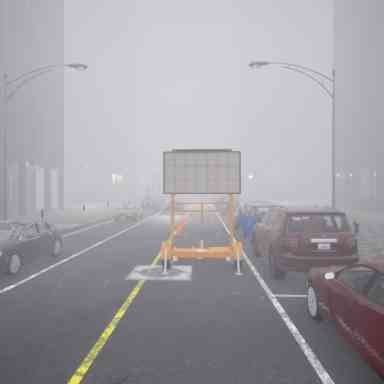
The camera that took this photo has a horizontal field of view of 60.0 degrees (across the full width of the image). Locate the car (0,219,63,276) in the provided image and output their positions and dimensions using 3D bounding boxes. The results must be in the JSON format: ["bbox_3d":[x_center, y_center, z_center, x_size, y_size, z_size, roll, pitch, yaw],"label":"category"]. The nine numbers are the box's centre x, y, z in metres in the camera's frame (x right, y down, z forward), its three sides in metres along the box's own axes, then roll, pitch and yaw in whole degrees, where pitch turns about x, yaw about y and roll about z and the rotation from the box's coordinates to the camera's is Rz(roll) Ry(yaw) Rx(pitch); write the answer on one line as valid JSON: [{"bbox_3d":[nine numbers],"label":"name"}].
[{"bbox_3d":[-5.472,1.550,10.186,2.008,1.369,4.403,0,0,2],"label":"car"}]

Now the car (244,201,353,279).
[{"bbox_3d":[3.065,1.314,9.903,2.192,1.841,5.009,0,0,2],"label":"car"}]

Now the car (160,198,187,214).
[{"bbox_3d":[-1.913,1.599,35.186,1.895,1.301,4.718,0,0,2],"label":"car"}]

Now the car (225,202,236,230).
[{"bbox_3d":[3.410,1.550,20.949,2.008,1.369,4.403,0,0,2],"label":"car"}]

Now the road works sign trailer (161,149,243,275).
[{"bbox_3d":[0.311,0.463,10.457,2.380,3.560,2.880,0,0,2],"label":"road works sign trailer"}]

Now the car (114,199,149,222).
[{"bbox_3d":[-4.955,1.524,26.583,1.752,1.417,4.829,0,0,2],"label":"car"}]

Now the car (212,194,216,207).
[{"bbox_3d":[4.098,1.314,43.039,2.192,1.841,5.009,0,0,2],"label":"car"}]

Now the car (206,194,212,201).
[{"bbox_3d":[5.290,1.336,81.112,2.192,1.841,5.009,0,0,2],"label":"car"}]

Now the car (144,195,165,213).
[{"bbox_3d":[-4.602,1.313,37.797,2.192,1.841,5.009,0,0,2],"label":"car"}]

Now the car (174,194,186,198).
[{"bbox_3d":[-3.231,1.336,81.389,2.192,1.841,5.009,0,0,2],"label":"car"}]

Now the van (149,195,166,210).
[{"bbox_3d":[-4.427,1.340,43.319,1.690,1.788,3.998,0,0,2],"label":"van"}]

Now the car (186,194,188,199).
[{"bbox_3d":[-3.054,1.342,87.030,2.192,1.841,5.009,0,0,2],"label":"car"}]

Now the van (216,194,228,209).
[{"bbox_3d":[3.926,1.340,37.516,1.690,1.788,3.998,0,0,2],"label":"van"}]

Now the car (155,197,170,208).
[{"bbox_3d":[-4.258,1.525,48.671,1.752,1.417,4.829,0,0,2],"label":"car"}]

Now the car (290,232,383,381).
[{"bbox_3d":[2.893,1.544,4.380,1.887,1.381,4.507,0,0,2],"label":"car"}]

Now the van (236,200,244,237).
[{"bbox_3d":[3.237,1.340,15.425,1.690,1.788,3.998,0,0,2],"label":"van"}]

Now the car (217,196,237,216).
[{"bbox_3d":[3.754,1.439,31.994,1.967,1.590,4.097,0,0,2],"label":"car"}]

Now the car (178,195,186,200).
[{"bbox_3d":[-2.876,1.600,92.670,1.947,1.339,4.313,0,0,2],"label":"car"}]
